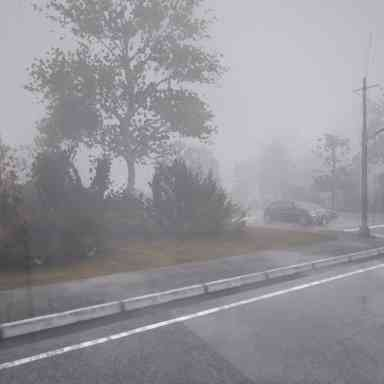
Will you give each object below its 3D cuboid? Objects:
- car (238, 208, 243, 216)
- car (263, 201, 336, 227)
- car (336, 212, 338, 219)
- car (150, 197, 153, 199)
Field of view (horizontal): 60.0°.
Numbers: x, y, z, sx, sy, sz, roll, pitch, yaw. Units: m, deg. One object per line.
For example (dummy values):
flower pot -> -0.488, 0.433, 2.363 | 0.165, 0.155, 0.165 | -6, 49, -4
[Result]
car -> 3.408, 1.783, 33.874 | 1.994, 1.385, 4.181 | 0, -1, -42
car -> 7.342, 1.426, 23.669 | 2.097, 1.767, 4.553 | 0, -1, -38
car -> 9.241, 1.594, 26.915 | 1.837, 1.490, 4.892 | 0, -1, -42
car -> -6.088, 1.849, 53.064 | 5.566, 2.045, 2.150 | -2, -1, 40
